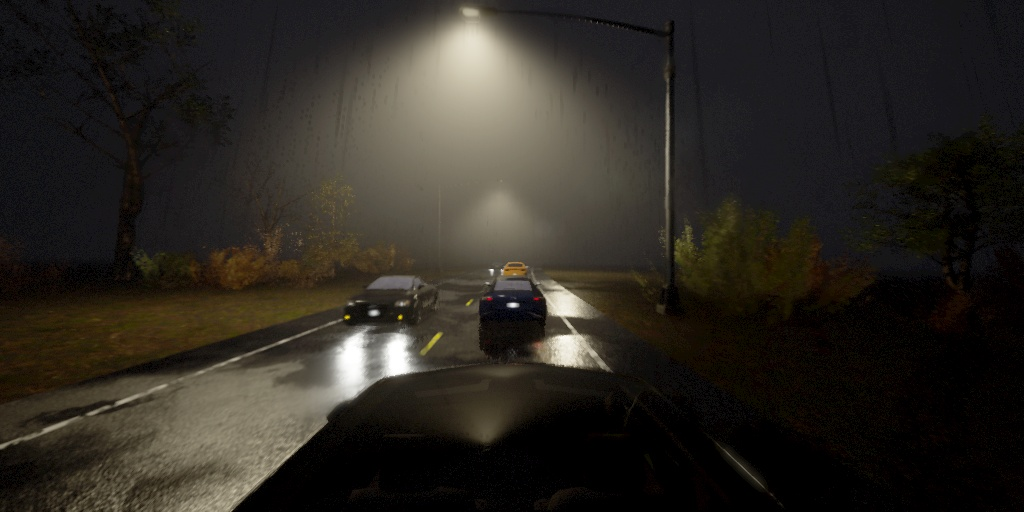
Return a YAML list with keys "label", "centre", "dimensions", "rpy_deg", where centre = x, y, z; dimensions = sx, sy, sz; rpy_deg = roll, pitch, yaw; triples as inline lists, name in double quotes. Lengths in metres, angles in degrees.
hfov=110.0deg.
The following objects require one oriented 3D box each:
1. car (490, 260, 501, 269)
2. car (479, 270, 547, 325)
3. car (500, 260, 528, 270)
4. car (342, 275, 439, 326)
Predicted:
- label: "car"
  centre: [-2.128, 1.324, 56.090]
  dimensions: [1.812, 1.442, 4.674]
  rpy_deg: [0, 0, 4]
- label: "car"
  centre: [0.032, 1.319, 11.851]
  dimensions: [1.994, 1.385, 4.181]
  rpy_deg: [0, 0, 0]
- label: "car"
  centre: [0.297, 1.241, 29.494]
  dimensions: [1.882, 1.535, 5.008]
  rpy_deg: [0, 0, 2]
- label: "car"
  centre: [-3.666, 1.314, 11.501]
  dimensions: [1.994, 1.385, 4.181]
  rpy_deg: [0, 0, 0]
